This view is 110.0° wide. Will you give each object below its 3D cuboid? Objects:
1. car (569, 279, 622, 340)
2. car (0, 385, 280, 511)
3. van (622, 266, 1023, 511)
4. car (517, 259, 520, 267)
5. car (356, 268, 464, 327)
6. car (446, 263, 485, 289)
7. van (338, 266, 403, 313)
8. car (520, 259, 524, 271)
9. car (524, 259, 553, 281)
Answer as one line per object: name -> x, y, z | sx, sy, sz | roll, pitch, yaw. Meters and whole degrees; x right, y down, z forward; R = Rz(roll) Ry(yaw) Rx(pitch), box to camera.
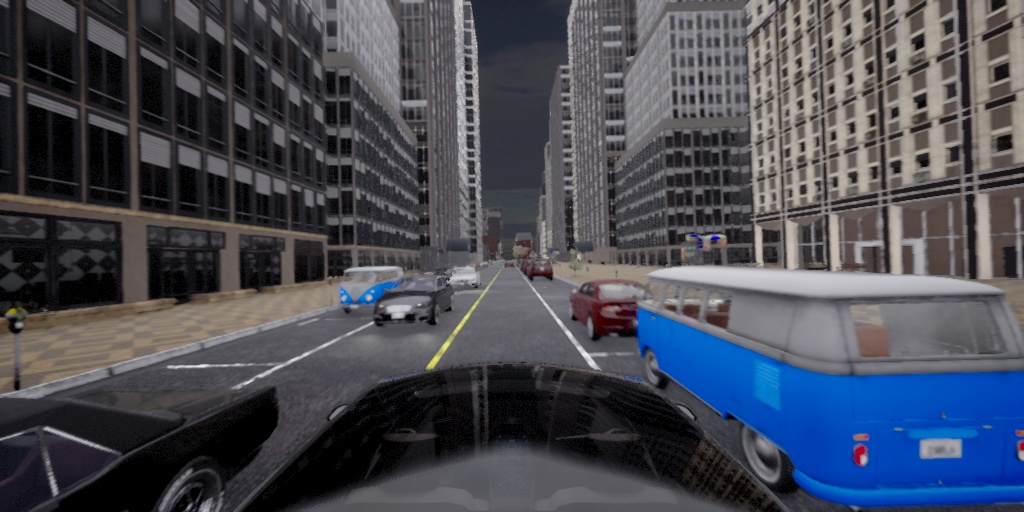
car -> 2.670, 1.272, 9.721 | 1.888, 1.381, 4.507 | 0, 0, 0
car -> -3.100, 1.433, 1.118 | 1.895, 1.301, 4.718 | -2, 0, 0
van -> 2.800, 1.029, 4.184 | 1.690, 1.789, 3.998 | 0, 0, 0
car -> 2.332, 1.327, 54.031 | 2.192, 1.841, 5.009 | 0, 0, 0
car -> -3.180, 1.396, 12.404 | 2.128, 1.511, 4.902 | -2, 0, 0
car -> -3.251, 1.518, 25.614 | 1.812, 1.442, 4.674 | -2, 0, 0
van -> -5.769, 1.337, 15.196 | 1.690, 1.789, 3.998 | 0, 0, 0
car -> 2.410, 1.257, 42.953 | 2.192, 1.841, 5.009 | 0, 0, 0
car -> 2.489, 1.186, 31.874 | 2.192, 1.841, 5.009 | 0, 0, 0
